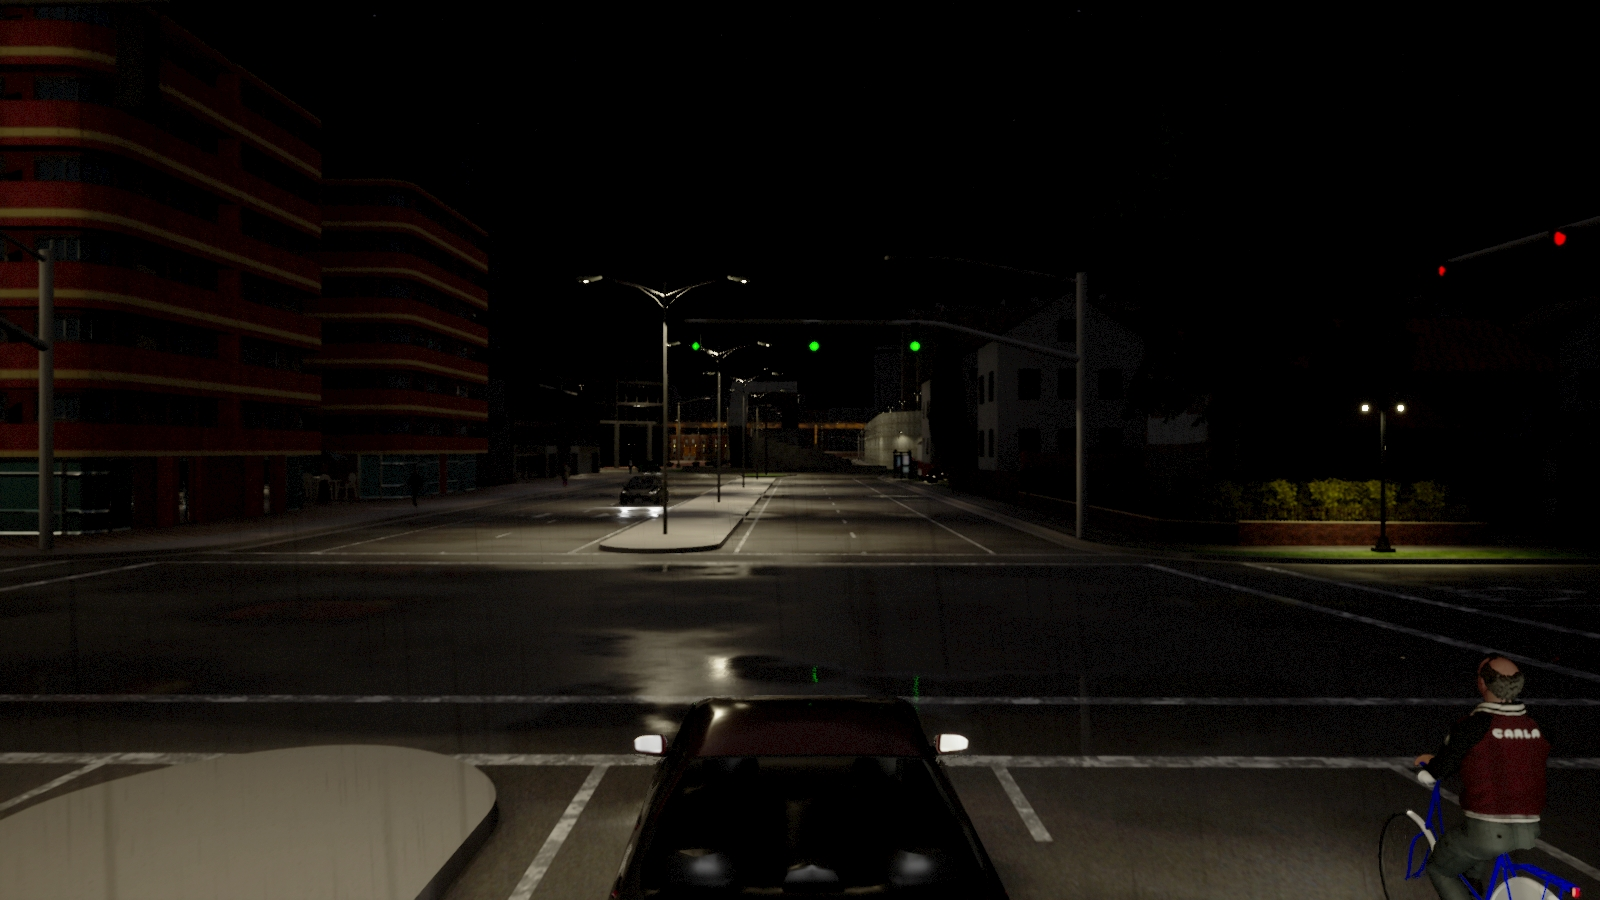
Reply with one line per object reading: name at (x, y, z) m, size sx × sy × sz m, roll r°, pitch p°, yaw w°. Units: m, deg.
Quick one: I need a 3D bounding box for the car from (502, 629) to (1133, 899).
car at (0.025, 2.043, 5.891) m, size 2.007 × 1.525 × 4.514 m, roll 0°, pitch 0°, yaw -1°

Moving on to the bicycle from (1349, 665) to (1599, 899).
bicycle at (3.493, 2.051, 6.006) m, size 0.329 × 1.496 × 1.835 m, roll 0°, pitch 0°, yaw 0°
